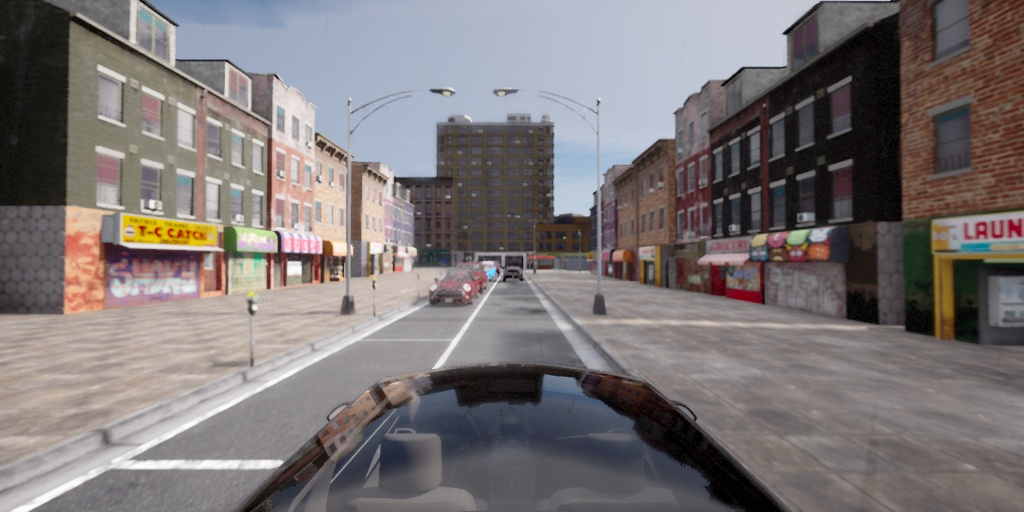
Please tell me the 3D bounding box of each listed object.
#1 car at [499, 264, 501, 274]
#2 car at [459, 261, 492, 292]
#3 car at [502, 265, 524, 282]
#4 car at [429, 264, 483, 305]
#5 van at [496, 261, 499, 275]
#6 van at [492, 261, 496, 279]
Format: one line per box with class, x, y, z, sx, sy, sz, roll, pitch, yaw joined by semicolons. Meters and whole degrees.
car;-2.639;1.607;49.680;2.192;1.841;5.009;0;0;0
car;-2.638;1.307;22.460;2.192;1.841;5.009;0;0;0
car;0.090;1.627;33.972;1.837;1.490;4.892;0;-1;0
car;-2.638;1.370;17.016;1.967;1.591;4.097;0;0;0
van;-2.639;1.516;38.792;1.690;1.789;3.998;0;0;0
van;-2.638;1.456;33.348;1.690;1.789;3.998;0;0;0
